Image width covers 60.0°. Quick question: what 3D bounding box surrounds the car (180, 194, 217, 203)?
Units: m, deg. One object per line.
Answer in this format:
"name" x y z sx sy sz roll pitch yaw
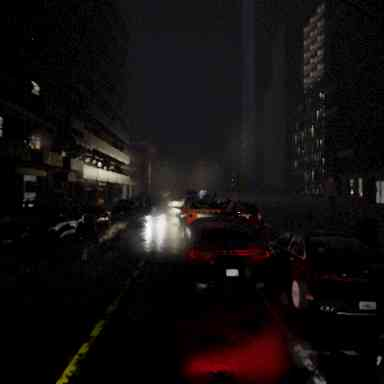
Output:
"car" 0.485 1.171 18.821 2.097 1.767 4.553 0 1 -7

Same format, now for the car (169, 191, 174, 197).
"car" -5.838 0.619 74.075 2.192 1.841 5.009 1 1 0

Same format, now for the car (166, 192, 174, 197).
"car" -5.879 0.696 90.785 1.887 1.381 4.507 1 1 0

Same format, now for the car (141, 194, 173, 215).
"car" -3.162 1.202 30.371 2.128 1.511 4.902 0 1 0

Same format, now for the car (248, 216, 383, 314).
"car" 2.686 1.480 7.261 2.008 1.369 4.403 1 1 0

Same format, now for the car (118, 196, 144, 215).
"car" -5.744 1.285 29.522 1.947 1.339 4.313 1 1 0

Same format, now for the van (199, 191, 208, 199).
"van" 2.541 0.645 74.093 1.690 1.788 3.998 1 1 0

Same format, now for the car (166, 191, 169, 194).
"car" -5.817 0.934 62.768 1.752 1.417 4.829 1 1 0

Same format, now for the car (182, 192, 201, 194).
"car" -0.086 1.092 45.835 1.812 1.442 4.674 0 1 0

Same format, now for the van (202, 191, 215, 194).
"van" 2.603 0.904 46.246 1.690 1.788 3.998 1 1 0

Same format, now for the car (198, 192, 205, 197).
"car" 2.501 0.676 90.972 1.752 1.417 4.829 1 1 0

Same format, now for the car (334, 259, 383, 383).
"car" 2.698 1.533 1.693 2.008 1.369 4.403 1 1 0

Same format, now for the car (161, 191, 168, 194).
"car" -5.805 1.009 57.368 2.008 1.369 4.403 1 1 0

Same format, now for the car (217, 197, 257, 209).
"car" 2.663 1.264 18.399 1.967 1.590 4.097 1 1 0

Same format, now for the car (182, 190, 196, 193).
"car" -0.130 0.661 59.438 2.150 2.045 5.566 0 1 0

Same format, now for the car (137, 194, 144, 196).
"car" -5.756 1.217 35.091 2.008 1.369 4.403 1 1 0

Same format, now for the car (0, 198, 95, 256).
"car" -5.703 1.192 12.810 2.192 1.841 5.009 1 1 0

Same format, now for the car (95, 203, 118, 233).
"car" -5.719 1.368 18.382 1.887 1.381 4.507 1 1 0

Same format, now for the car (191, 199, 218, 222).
"car" 0.845 1.288 24.942 1.812 1.442 4.674 0 1 0

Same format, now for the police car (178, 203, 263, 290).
"police car" 0.665 1.337 9.038 1.930 1.638 5.238 0 1 -3
